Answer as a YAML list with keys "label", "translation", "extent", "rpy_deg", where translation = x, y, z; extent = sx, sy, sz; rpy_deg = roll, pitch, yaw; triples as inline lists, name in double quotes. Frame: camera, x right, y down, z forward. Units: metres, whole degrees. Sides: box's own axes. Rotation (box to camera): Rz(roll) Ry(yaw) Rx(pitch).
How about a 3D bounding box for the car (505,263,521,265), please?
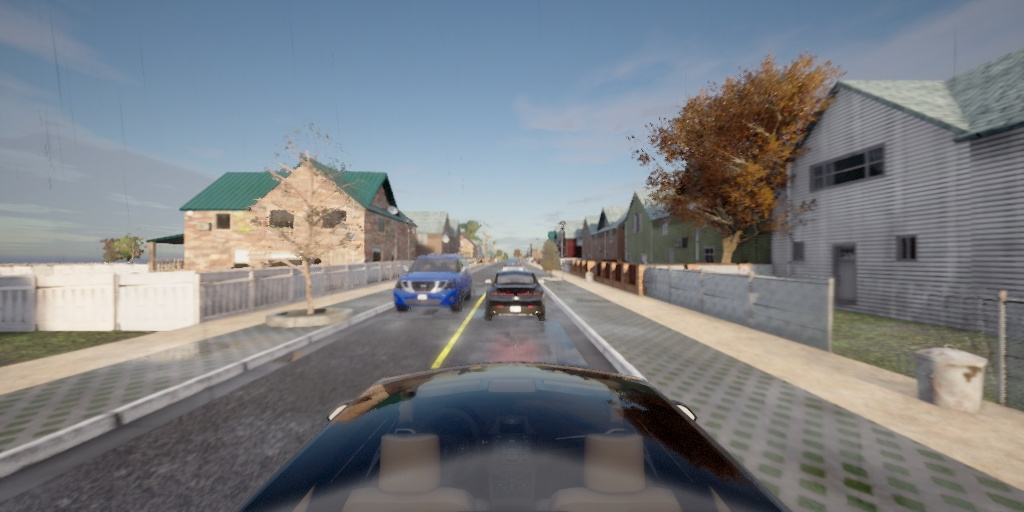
- label: "car"
  translation: [0.106, 1.306, 33.965]
  extent: [1.895, 1.301, 4.718]
  rpy_deg: [0, 0, 0]

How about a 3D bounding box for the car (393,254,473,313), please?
- label: "car"
  translation: [-2.844, 0.943, 14.146]
  extent: [2.150, 2.045, 5.566]
  rpy_deg: [0, 0, 0]

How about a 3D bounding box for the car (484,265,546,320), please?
- label: "car"
  translation: [0.102, 1.230, 12.455]
  extent: [1.837, 1.490, 4.892]
  rpy_deg: [0, 0, 0]
